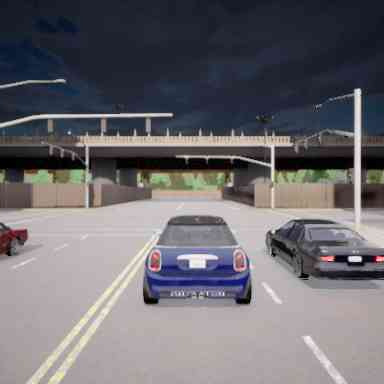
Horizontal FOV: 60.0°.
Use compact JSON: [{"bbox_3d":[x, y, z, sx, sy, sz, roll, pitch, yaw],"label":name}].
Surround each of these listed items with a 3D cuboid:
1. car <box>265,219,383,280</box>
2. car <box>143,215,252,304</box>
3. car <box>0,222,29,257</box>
[{"bbox_3d":[3.605,1.521,9.856,2.033,1.411,5.357,0,0,0],"label":"car"},{"bbox_3d":[0.104,1.330,8.227,2.097,1.767,4.553,0,0,0],"label":"car"},{"bbox_3d":[-6.998,1.574,10.117,1.895,1.301,4.718,0,0,0],"label":"car"}]
